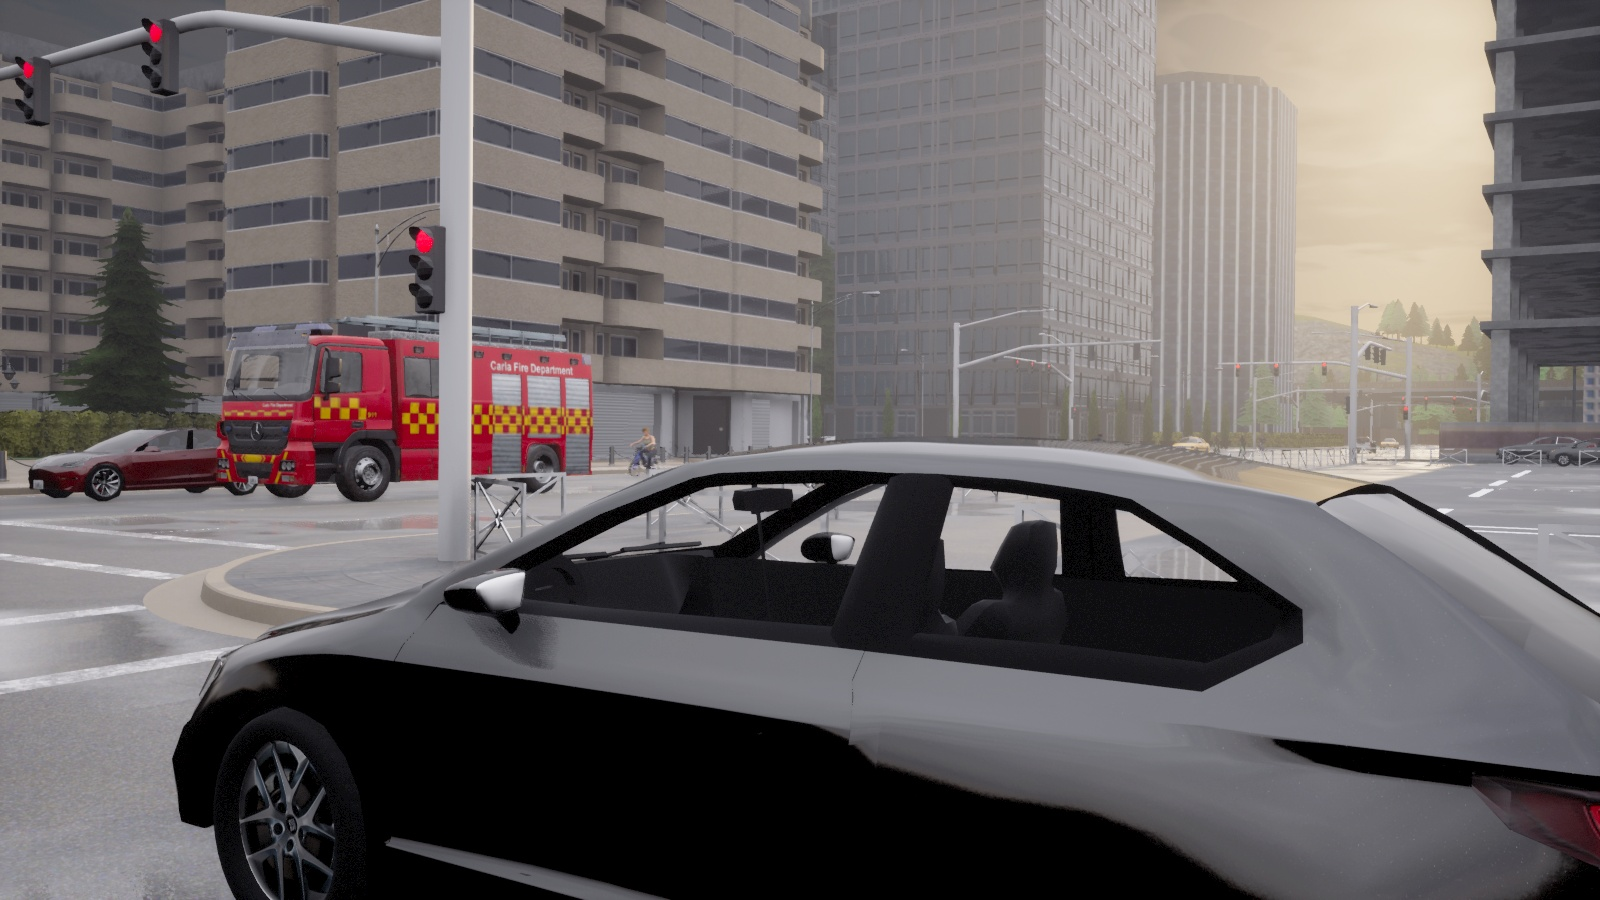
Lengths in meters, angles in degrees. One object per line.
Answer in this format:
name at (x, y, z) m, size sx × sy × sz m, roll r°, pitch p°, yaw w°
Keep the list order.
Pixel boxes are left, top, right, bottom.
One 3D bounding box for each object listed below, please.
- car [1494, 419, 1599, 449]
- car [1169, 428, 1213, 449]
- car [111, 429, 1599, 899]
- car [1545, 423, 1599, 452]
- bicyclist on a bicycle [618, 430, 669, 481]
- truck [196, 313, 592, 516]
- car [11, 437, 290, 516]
car at (41.957, -0.889, 70.566) m, size 5.027 × 1.651 × 2.152 m, roll 0°, pitch 1°, yaw 32°
car at (29.585, -0.894, 94.940) m, size 1.801 × 1.575 × 5.366 m, roll 0°, pitch 1°, yaw 32°
car at (0.098, 0.696, 3.550) m, size 4.193 × 1.474 × 1.816 m, roll 0°, pitch 1°, yaw 33°
car at (42.050, -0.664, 66.379) m, size 4.514 × 1.525 × 2.007 m, roll 0°, pitch 1°, yaw 32°
bicyclist on a bicycle at (-5.011, 0.164, 40.246) m, size 0.866 × 1.612 × 1.509 m, roll 0°, pitch 1°, yaw 32°
truck at (-8.614, -0.738, 28.003) m, size 2.891 × 3.827 × 8.468 m, roll 0°, pitch 1°, yaw 32°
car at (-13.616, 0.491, 26.643) m, size 2.163 × 1.488 × 4.792 m, roll 0°, pitch 1°, yaw 32°
